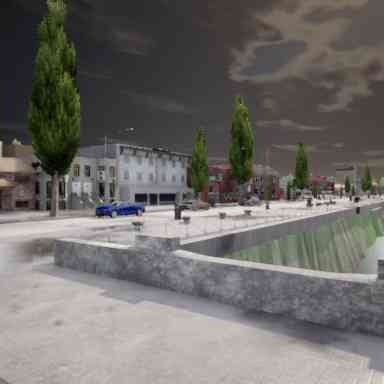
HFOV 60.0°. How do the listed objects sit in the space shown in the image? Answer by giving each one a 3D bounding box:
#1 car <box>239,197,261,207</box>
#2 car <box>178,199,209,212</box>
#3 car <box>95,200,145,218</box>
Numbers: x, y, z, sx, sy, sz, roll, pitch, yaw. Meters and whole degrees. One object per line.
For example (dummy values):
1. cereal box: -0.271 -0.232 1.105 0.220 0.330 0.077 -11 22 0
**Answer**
1. car: 9.018 1.498 51.502 1.837 1.490 4.892 0 -1 36
2. car: 0.228 1.555 39.255 1.994 1.385 4.181 0 0 35
3. car: -6.381 1.469 29.952 1.882 1.535 5.008 0 0 35
